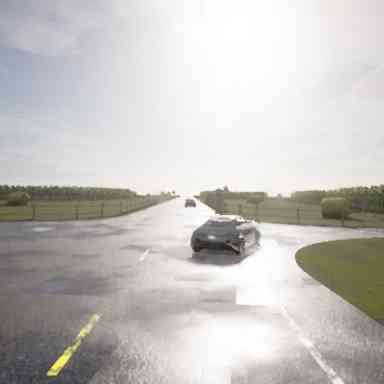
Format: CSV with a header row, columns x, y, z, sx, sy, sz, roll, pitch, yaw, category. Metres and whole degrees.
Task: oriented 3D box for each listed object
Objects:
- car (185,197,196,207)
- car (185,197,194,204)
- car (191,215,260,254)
x,y,z,sx,sy,sz,roll,pitch,yaw,category
-0.285,2.007,62.685,1.994,1.385,4.181,0,0,-1,car
-0.572,2.077,81.522,2.128,1.511,4.902,0,0,-1,car
1.546,1.671,14.158,1.994,1.385,4.181,-1,-1,23,car
